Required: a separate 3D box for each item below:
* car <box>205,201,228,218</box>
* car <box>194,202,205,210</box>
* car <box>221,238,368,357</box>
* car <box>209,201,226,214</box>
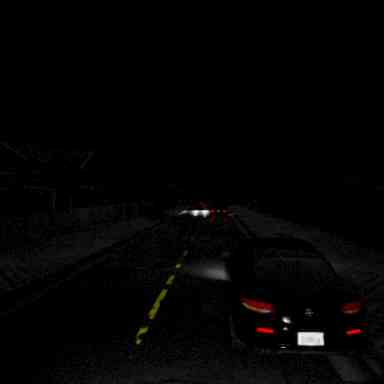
[{"bbox_3d":[2.738,1.929,34.324,2.033,1.411,5.357,-1,-1,5],"label":"car"},{"bbox_3d":[1.397,2.322,54.703,1.895,1.301,4.718,-1,-1,4],"label":"car"},{"bbox_3d":[1.557,1.580,6.201,1.812,1.442,4.674,-1,-1,4],"label":"car"},{"bbox_3d":[3.447,2.024,44.969,2.128,1.511,4.902,-1,-1,4],"label":"car"}]
